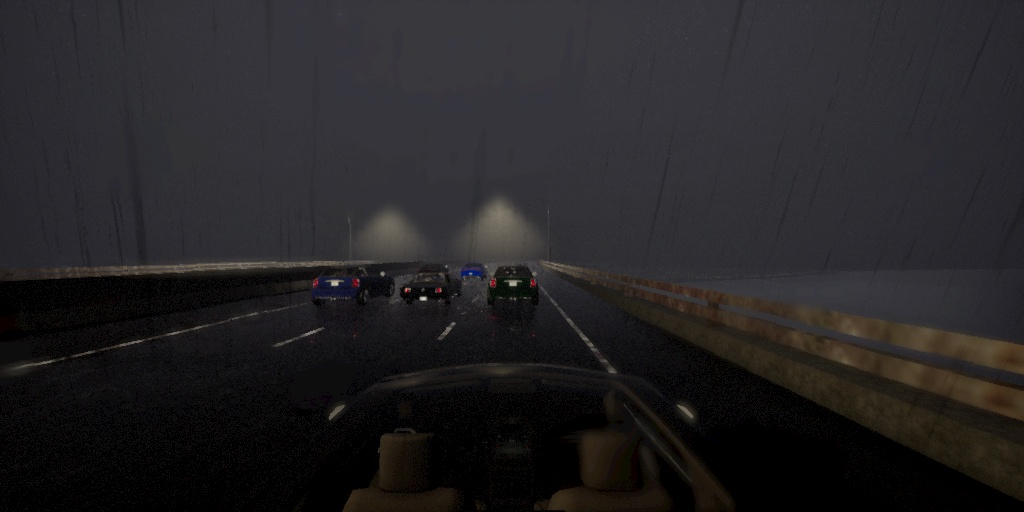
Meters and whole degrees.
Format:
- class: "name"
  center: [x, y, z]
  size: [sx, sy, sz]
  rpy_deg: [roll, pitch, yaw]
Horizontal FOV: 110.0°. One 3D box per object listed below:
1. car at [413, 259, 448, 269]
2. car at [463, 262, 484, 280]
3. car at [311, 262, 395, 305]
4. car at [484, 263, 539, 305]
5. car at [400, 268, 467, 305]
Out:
- class: "car"
  center: [-6.745, 1.271, 31.183]
  size: [1.882, 1.535, 5.008]
  rpy_deg: [0, 0, 1]
- class: "car"
  center: [-3.246, 1.271, 31.123]
  size: [1.882, 1.535, 5.008]
  rpy_deg: [0, 0, 1]
- class: "car"
  center: [-6.937, 1.128, 16.198]
  size: [2.097, 1.767, 4.553]
  rpy_deg: [0, 0, 0]
- class: "car"
  center: [0.062, 1.127, 16.139]
  size: [2.097, 1.767, 4.553]
  rpy_deg: [0, 0, 0]
- class: "car"
  center: [-3.437, 1.378, 16.228]
  size: [1.895, 1.301, 4.718]
  rpy_deg: [0, 0, 0]
